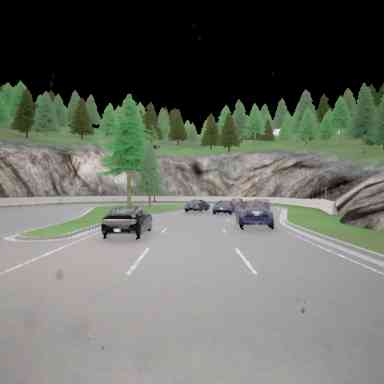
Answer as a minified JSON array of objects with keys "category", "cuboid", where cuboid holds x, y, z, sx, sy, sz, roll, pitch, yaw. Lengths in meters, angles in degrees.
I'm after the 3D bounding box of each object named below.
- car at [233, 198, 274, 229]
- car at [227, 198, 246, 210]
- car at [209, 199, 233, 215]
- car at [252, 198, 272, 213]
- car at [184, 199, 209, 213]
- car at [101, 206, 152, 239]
[{"category":"car","cuboid":[4.038,1.352,21.901,2.097,1.767,4.553,0,0,5]},{"category":"car","cuboid":[5.998,1.547,44.107,2.033,1.411,5.357,0,0,12]},{"category":"car","cuboid":[3.417,1.564,34.363,1.994,1.385,4.181,0,0,15]},{"category":"car","cuboid":[8.046,1.478,37.945,1.882,1.535,5.008,0,0,16]},{"category":"car","cuboid":[0.648,1.547,37.632,2.033,1.411,5.357,0,0,16]},{"category":"car","cuboid":[-3.251,1.491,17.312,2.128,1.511,4.902,0,0,2]}]
